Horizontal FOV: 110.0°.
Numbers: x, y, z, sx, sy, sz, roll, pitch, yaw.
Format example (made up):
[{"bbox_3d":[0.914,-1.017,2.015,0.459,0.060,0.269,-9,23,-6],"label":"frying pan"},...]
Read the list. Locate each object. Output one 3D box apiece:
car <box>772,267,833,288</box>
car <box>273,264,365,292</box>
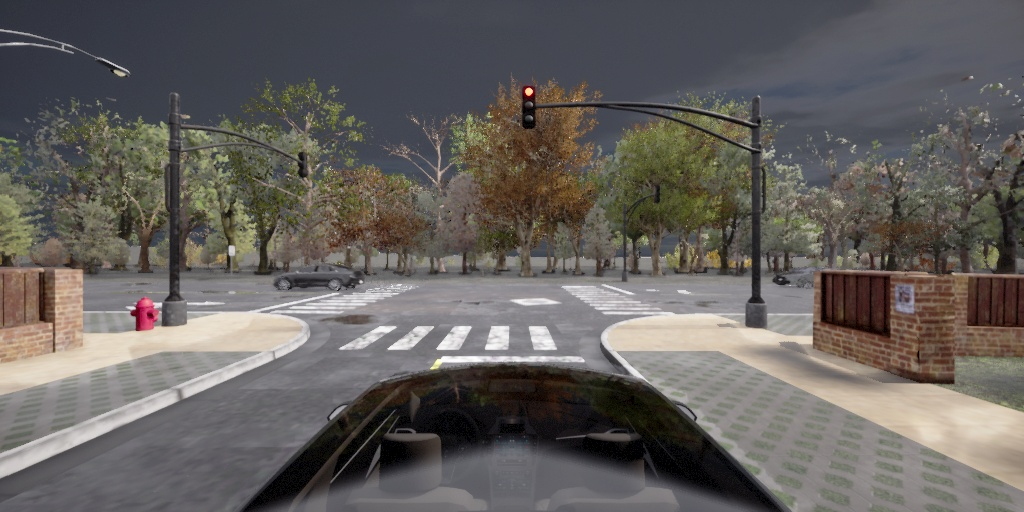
[{"bbox_3d":[19.927,1.394,23.956,4.181,1.385,1.994,0,0,0],"label":"car"},{"bbox_3d":[-11.088,1.219,20.674,4.892,1.490,1.837,0,-1,3],"label":"car"}]
